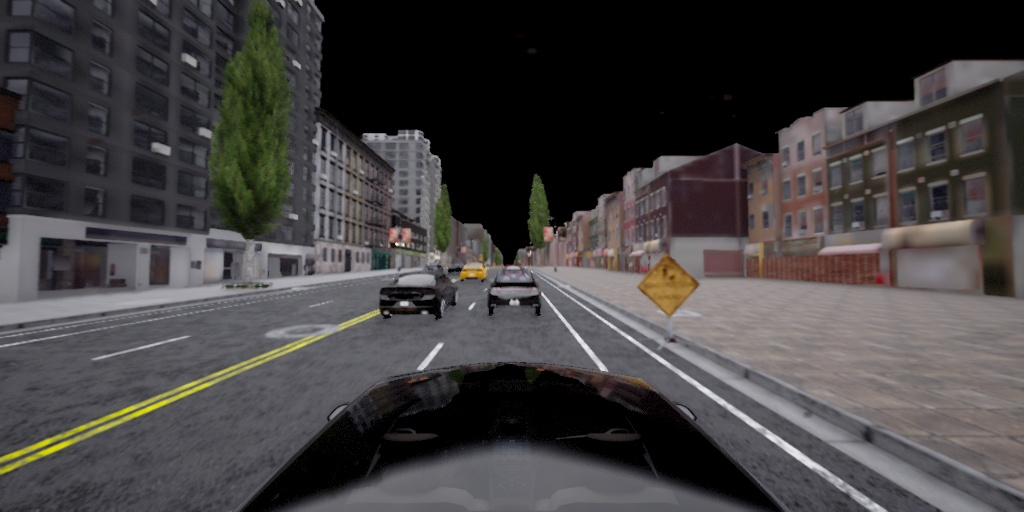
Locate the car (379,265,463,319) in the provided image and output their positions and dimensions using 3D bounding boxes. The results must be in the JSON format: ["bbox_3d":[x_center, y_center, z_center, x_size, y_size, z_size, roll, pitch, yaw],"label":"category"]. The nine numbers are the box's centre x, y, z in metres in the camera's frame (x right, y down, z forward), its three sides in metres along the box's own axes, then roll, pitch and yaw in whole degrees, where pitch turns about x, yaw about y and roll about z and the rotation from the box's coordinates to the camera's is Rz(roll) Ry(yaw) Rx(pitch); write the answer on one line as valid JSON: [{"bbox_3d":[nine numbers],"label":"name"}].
[{"bbox_3d":[-3.161,1.258,13.027,1.882,1.535,5.008,0,0,0],"label":"car"}]

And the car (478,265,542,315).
[{"bbox_3d":[0.092,1.274,13.733,2.128,1.511,4.902,0,0,0],"label":"car"}]

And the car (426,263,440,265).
[{"bbox_3d":[-9.811,1.514,44.843,1.994,1.385,4.181,0,0,0],"label":"car"}]

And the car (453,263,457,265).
[{"bbox_3d":[-6.568,1.541,43.341,1.895,1.301,4.718,0,0,0],"label":"car"}]

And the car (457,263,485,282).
[{"bbox_3d":[-3.145,1.338,30.577,1.882,1.535,5.008,0,0,0],"label":"car"}]

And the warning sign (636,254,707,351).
[{"bbox_3d":[3.228,0.878,7.303,1.300,1.860,1.060,0,0,0],"label":"warning sign"}]
